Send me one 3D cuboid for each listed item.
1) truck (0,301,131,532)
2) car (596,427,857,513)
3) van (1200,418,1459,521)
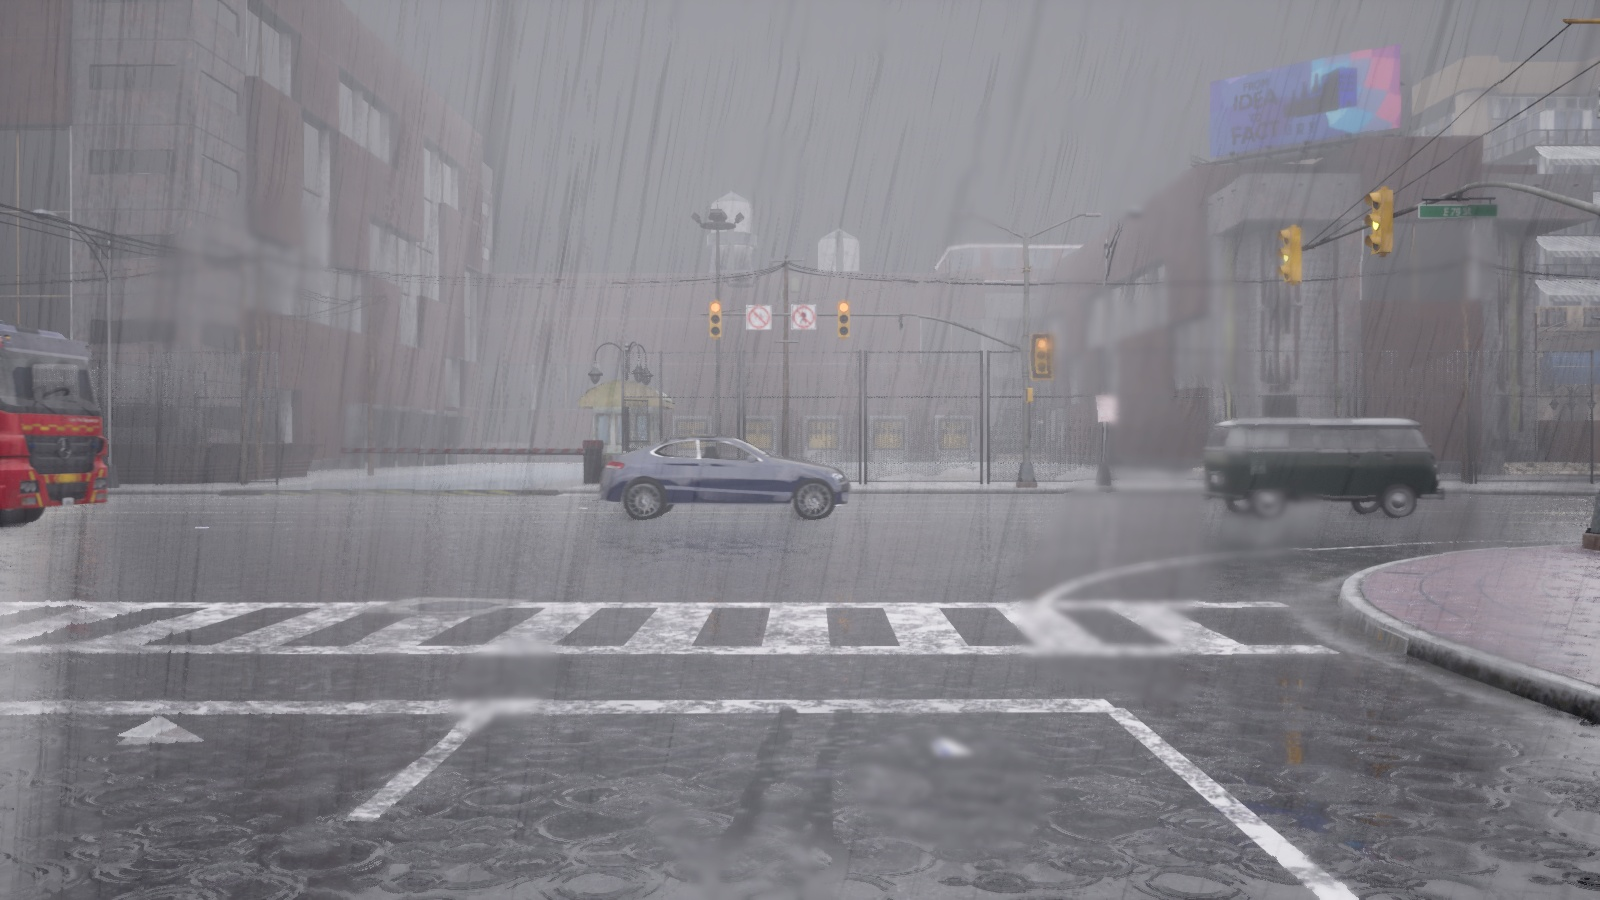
[{"bbox_3d":[-16.880,-0.558,22.363,8.468,3.827,2.891,0,0,2],"label":"truck"},{"bbox_3d":[-1.414,0.381,25.252,5.027,1.651,2.152,0,0,0],"label":"car"},{"bbox_3d":[10.497,0.366,25.129,4.442,1.987,1.775,0,0,1],"label":"van"}]
